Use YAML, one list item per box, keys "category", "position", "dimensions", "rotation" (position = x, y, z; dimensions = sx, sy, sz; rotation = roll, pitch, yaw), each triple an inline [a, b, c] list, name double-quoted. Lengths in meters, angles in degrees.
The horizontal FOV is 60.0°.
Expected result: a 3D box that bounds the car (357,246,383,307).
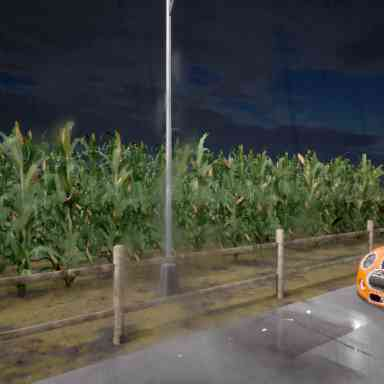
- category: "car"
  position: [5.460, 1.352, 6.964]
  dimensions: [4.553, 1.767, 2.097]
  rotation: [0, 0, -35]
